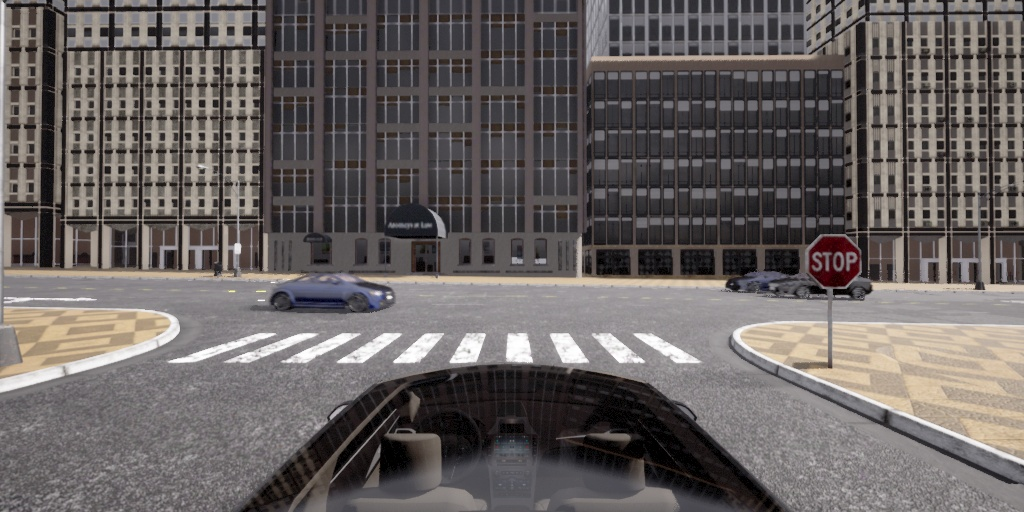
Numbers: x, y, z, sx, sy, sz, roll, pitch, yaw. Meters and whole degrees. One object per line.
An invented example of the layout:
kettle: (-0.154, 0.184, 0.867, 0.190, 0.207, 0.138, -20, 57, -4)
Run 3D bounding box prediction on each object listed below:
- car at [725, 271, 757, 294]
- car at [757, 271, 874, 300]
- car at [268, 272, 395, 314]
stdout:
car: (16.061, 1.654, 22.903, 4.181, 1.385, 1.994, 1, -1, 1)
car: (16.755, 1.560, 19.645, 4.902, 1.511, 2.128, 1, -1, 1)
car: (-6.554, 1.305, 13.340, 4.181, 1.385, 1.994, 1, -1, 1)
